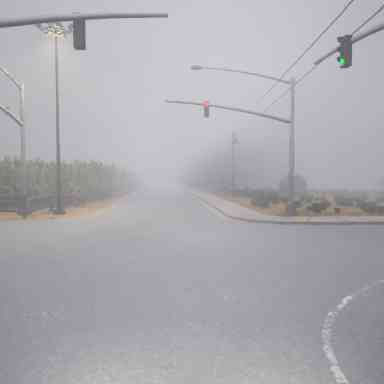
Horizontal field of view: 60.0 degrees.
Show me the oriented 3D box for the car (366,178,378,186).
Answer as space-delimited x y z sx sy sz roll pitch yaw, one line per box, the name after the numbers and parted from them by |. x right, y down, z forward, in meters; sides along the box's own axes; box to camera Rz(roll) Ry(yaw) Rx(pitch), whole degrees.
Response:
42.115 -2.256 77.602 1.905 1.878 3.866 10 10 41 | car
